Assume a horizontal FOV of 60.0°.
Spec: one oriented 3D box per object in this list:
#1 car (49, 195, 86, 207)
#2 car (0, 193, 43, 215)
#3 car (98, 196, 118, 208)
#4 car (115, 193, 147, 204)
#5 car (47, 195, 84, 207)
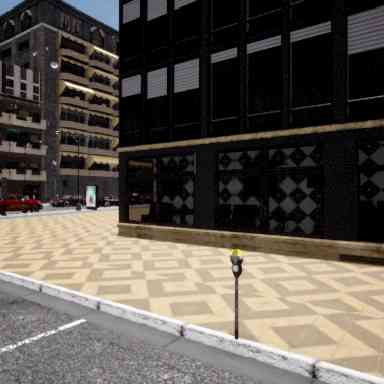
[{"bbox_3d":[-14.674,1.082,40.265,1.994,1.385,4.181,0,1,35],"label":"car"},{"bbox_3d":[-15.620,1.029,28.805,2.192,1.841,5.009,1,2,35],"label":"car"},{"bbox_3d":[-9.247,1.072,37.891,1.947,1.339,4.313,1,2,35],"label":"car"},{"bbox_3d":[-8.869,0.853,48.509,1.812,1.442,4.674,0,1,35],"label":"car"},{"bbox_3d":[-16.141,1.074,42.654,1.802,1.307,4.206,1,2,35],"label":"car"}]
